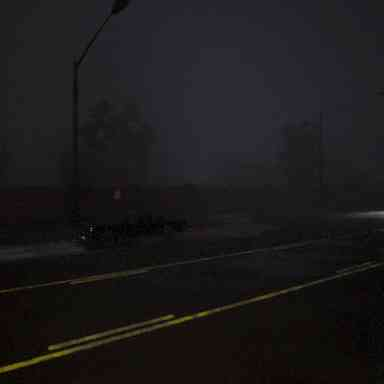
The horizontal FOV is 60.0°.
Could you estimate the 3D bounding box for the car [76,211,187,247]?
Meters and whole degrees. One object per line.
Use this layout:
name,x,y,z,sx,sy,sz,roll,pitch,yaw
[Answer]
car,-2.652,1.541,14.981,4.718,1.301,1.895,-1,0,-35
